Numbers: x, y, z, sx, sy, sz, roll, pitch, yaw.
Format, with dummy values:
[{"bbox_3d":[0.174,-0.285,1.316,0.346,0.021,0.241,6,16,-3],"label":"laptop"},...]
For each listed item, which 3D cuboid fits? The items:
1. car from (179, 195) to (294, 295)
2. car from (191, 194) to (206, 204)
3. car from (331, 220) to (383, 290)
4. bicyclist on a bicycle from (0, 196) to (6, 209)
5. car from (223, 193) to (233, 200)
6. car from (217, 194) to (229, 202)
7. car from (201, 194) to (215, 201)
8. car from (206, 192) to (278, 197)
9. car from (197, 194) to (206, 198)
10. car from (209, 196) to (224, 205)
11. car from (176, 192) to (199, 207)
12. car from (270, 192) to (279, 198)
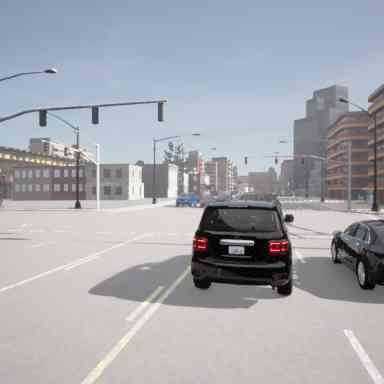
[{"bbox_3d":[1.534,1.221,9.038,2.150,2.045,5.566,0,0,14],"label":"car"},{"bbox_3d":[1.159,1.217,57.940,1.837,1.490,4.892,0,1,11],"label":"car"},{"bbox_3d":[5.095,1.505,8.918,1.837,1.490,4.892,0,0,11],"label":"car"},{"bbox_3d":[-23.840,1.303,41.444,0.582,1.620,1.656,0,0,10],"label":"bicyclist on a bicycle"},{"bbox_3d":[8.084,0.926,74.198,1.812,1.442,4.674,0,1,11],"label":"car"},{"bbox_3d":[6.034,1.091,64.244,1.837,1.490,4.892,0,1,12],"label":"car"},{"bbox_3d":[3.297,1.075,68.204,2.033,1.411,5.357,0,1,12],"label":"car"},{"bbox_3d":[4.261,1.194,26.445,5.566,2.045,2.150,0,-1,-10],"label":"car"},{"bbox_3d":[2.328,1.381,46.057,1.837,1.490,4.892,0,1,11],"label":"car"},{"bbox_3d":[4.163,1.349,55.135,1.895,1.301,4.718,0,1,12],"label":"car"},{"bbox_3d":[-0.753,1.079,48.463,2.150,2.045,5.566,0,1,12],"label":"car"},{"bbox_3d":[20.857,0.743,84.464,2.033,1.411,5.357,0,1,11],"label":"car"}]
